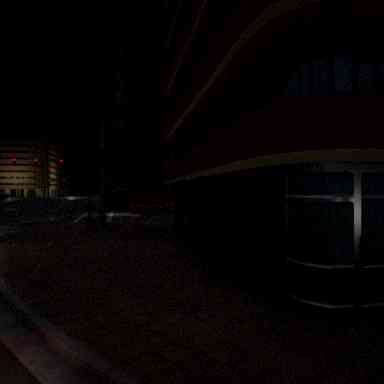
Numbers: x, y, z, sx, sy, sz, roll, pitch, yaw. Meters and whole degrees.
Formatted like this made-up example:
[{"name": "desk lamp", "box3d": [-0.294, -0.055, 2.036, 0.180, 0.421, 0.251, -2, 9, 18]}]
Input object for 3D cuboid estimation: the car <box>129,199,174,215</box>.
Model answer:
[{"name": "car", "box3d": [-4.056, 1.533, 34.773, 5.008, 1.535, 1.882, 0, 0, -12]}]
